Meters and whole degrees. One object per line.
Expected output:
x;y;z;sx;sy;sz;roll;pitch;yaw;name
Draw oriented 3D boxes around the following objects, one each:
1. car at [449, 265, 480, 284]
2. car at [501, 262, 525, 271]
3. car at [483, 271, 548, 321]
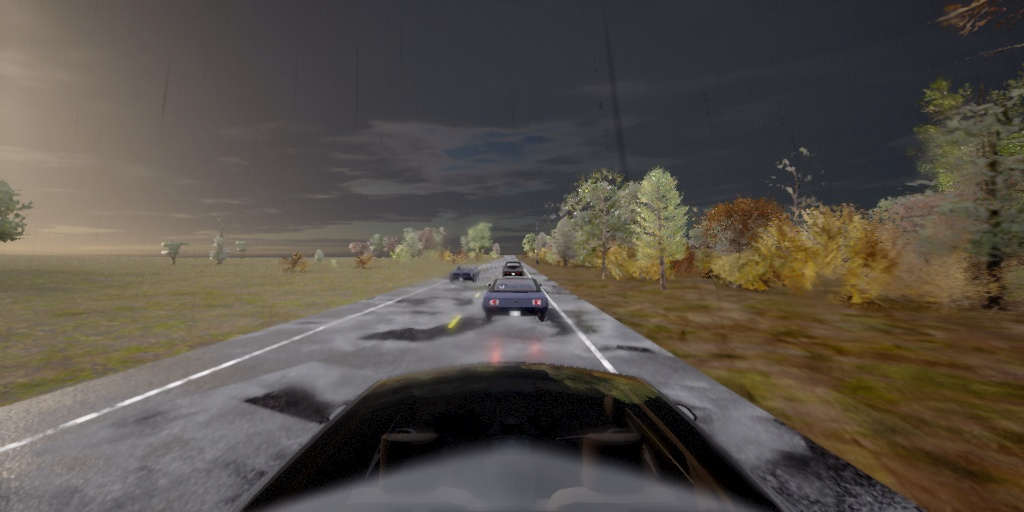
-3.554;1.348;27.451;1.895;1.301;4.718;0;0;0;car
0.103;1.249;32.293;1.837;1.490;4.892;0;0;0;car
0.103;1.352;12.419;1.895;1.301;4.718;0;0;0;car
